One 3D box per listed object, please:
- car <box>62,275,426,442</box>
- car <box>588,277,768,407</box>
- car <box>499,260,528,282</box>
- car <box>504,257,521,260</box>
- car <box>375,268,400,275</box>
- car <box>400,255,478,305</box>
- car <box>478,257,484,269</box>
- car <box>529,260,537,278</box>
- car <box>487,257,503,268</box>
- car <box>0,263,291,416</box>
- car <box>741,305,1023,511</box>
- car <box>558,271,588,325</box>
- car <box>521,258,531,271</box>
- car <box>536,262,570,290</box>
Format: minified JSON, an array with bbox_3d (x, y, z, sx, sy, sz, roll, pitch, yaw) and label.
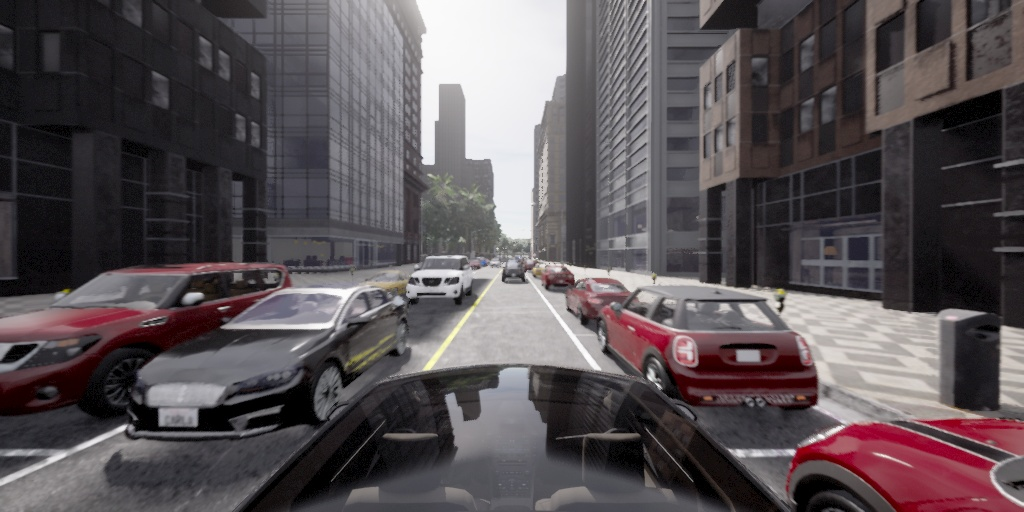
[{"bbox_3d":[-3.093,1.240,5.785,2.128,1.511,4.902,0,0,0],"label":"car"},{"bbox_3d":[2.764,1.190,6.129,1.967,1.591,4.097,0,0,0],"label":"car"},{"bbox_3d":[0.110,1.273,29.096,1.812,1.442,4.674,0,0,0],"label":"car"},{"bbox_3d":[0.103,1.279,47.667,1.812,1.442,4.674,0,0,0],"label":"car"},{"bbox_3d":[-5.756,1.270,16.819,1.751,1.417,4.829,0,0,0],"label":"car"},{"bbox_3d":[-3.074,0.967,16.479,2.150,2.045,5.566,0,0,0],"label":"car"},{"bbox_3d":[-5.737,1.301,54.970,1.888,1.381,4.507,0,0,0],"label":"car"},{"bbox_3d":[2.777,1.274,33.424,1.751,1.417,4.829,0,0,0],"label":"car"},{"bbox_3d":[-2.989,1.287,63.551,1.812,1.442,4.674,0,0,1],"label":"car"},{"bbox_3d":[-5.761,1.061,6.137,2.192,1.841,5.009,0,0,0],"label":"car"},{"bbox_3d":[2.761,1.191,0.704,1.967,1.591,4.097,0,0,0],"label":"car"},{"bbox_3d":[2.767,1.331,11.554,1.802,1.307,4.207,0,0,0],"label":"car"},{"bbox_3d":[2.372,1.279,44.379,1.812,1.442,4.674,0,0,0],"label":"car"},{"bbox_3d":[2.772,1.293,22.404,1.888,1.381,4.507,0,0,0],"label":"car"}]
